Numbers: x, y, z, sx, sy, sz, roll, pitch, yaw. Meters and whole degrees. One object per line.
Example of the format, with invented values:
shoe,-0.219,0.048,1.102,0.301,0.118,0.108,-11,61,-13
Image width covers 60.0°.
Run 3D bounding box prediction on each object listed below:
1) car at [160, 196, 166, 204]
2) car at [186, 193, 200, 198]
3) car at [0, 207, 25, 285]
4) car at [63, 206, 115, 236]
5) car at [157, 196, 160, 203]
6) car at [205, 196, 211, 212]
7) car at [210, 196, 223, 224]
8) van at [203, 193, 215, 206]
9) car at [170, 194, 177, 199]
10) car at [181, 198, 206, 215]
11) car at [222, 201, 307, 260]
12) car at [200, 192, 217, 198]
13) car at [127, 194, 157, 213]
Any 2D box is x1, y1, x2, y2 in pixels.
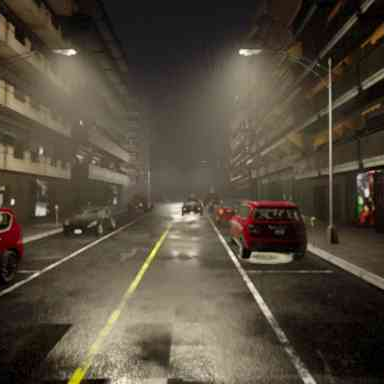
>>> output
car,-5.288,1.313,56.384,1.802,1.307,4.206,1,0,0
car,0.018,1.249,59.827,2.163,1.488,4.792,0,0,0
car,-5.289,1.273,6.606,2.192,1.841,5.009,1,0,0
car,-5.294,1.460,17.670,1.947,1.339,4.313,1,0,0
car,-5.290,1.334,39.791,1.887,1.381,4.507,1,0,0
car,2.555,1.395,34.203,1.802,1.307,4.206,1,0,0
car,2.556,1.306,23.140,1.967,1.590,4.097,1,0,0
van,2.563,1.090,50.796,1.690,1.788,3.998,1,0,0
car,-5.280,1.180,94.464,1.947,1.339,4.313,1,0,0
car,0.023,1.470,30.549,1.895,1.301,4.718,0,0,0
car,2.557,1.241,12.076,2.192,1.841,5.009,1,0,0
car,2.562,1.083,45.264,2.192,1.841,5.009,1,0,0
car,-5.285,1.127,34.258,2.192,1.841,5.009,1,0,0
